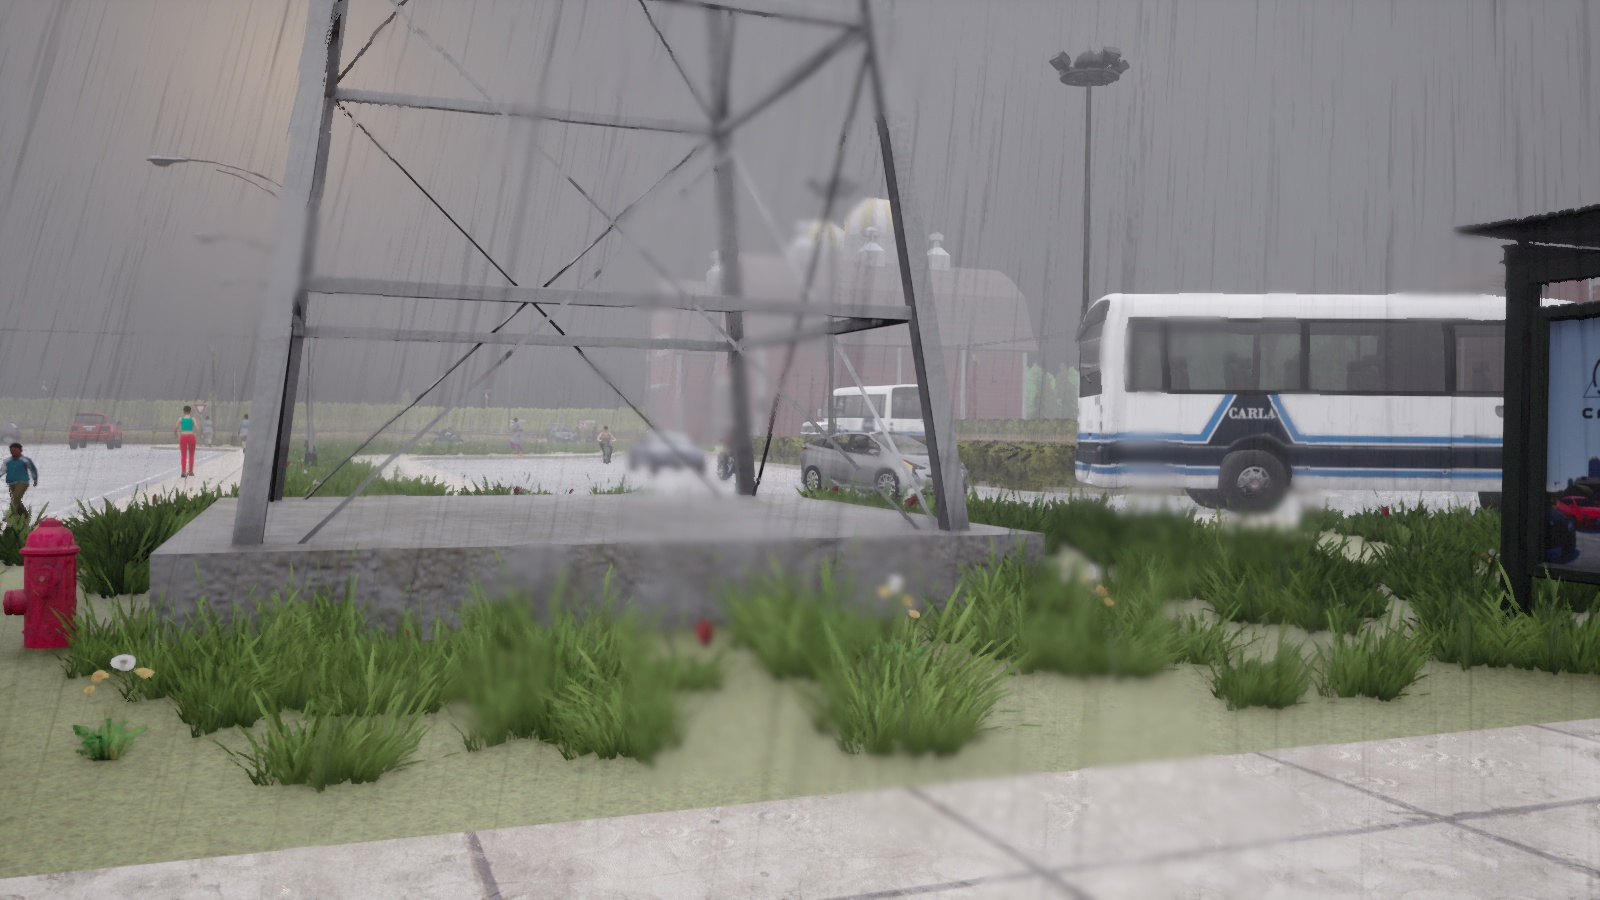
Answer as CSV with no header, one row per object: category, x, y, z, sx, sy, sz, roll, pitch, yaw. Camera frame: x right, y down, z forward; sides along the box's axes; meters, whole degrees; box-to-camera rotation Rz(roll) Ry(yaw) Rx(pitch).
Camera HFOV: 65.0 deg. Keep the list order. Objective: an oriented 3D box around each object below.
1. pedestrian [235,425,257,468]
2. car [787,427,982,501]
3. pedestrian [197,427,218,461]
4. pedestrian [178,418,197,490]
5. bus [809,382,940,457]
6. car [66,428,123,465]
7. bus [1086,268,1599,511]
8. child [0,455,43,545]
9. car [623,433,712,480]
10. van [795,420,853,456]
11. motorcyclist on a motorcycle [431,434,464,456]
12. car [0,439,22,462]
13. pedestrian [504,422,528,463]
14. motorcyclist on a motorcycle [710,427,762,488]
pedestrian,-24.147,-0.176,54.734,0.874,1.855,0.900,-1,1,-24
car,1.818,0.262,28.461,2.007,1.525,4.514,-1,1,-35
pedestrian,-33.562,-0.342,71.157,0.874,1.855,0.900,-1,1,-37
pedestrian,-15.664,0.100,32.125,0.345,1.836,0.594,-1,1,-21
bus,4.376,-1.882,77.207,3.944,4.253,10.273,-1,1,-22
car,-40.545,-0.222,72.314,2.150,2.045,5.566,-1,1,-22
bus,11.107,-1.096,24.448,10.273,4.253,3.944,-1,1,4
child,-10.592,0.671,17.042,0.343,1.192,0.448,-1,1,-1
car,-4.562,0.178,42.764,1.812,1.442,4.674,-1,1,-22
van,1.402,-0.718,75.465,2.069,2.038,4.480,-1,1,-19
motorcyclist on a motorcycle,-25.367,-0.365,90.484,2.191,1.530,0.866,-1,1,-21
car,-53.886,0.039,83.276,3.633,1.501,1.845,-1,1,-21
pedestrian,-13.664,-0.382,60.410,0.659,1.952,0.873,0,1,43
motorcyclist on a motorcycle,-1.846,0.186,35.835,0.766,1.649,2.350,-1,1,-21
